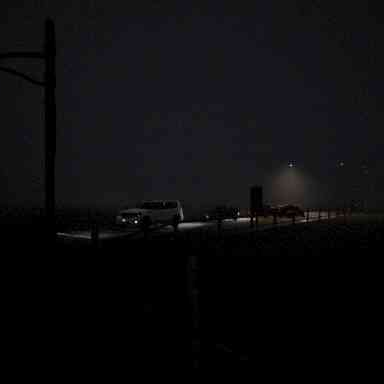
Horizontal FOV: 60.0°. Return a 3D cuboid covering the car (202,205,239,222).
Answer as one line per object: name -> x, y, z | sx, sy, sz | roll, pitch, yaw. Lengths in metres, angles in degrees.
car -> 2.869, 2.067, 32.539 | 2.128, 1.511, 4.902 | 0, -1, 36

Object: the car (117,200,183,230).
car -> -2.947, 1.608, 24.601 | 2.150, 2.045, 5.566 | 0, -1, 36

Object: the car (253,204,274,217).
car -> 8.900, 2.265, 40.768 | 2.128, 1.511, 4.902 | 0, -1, 36

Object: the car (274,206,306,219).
car -> 11.406, 2.269, 37.943 | 1.812, 1.442, 4.674 | 0, -1, 36

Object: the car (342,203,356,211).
car -> 29.807, 2.867, 63.089 | 1.837, 1.490, 4.892 | 0, -1, 36
